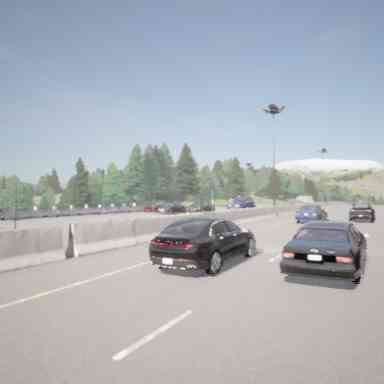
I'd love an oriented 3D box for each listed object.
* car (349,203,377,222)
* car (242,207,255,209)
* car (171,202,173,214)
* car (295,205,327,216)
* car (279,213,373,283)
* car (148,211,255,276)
[{"bbox_3d":[14.383,1.698,28.114,2.128,1.511,4.902,-1,-1,29],"label":"car"},{"bbox_3d":[6.283,1.711,42.545,2.150,2.045,5.566,-1,-2,30],"label":"car"},{"bbox_3d":[-2.466,2.015,41.343,1.812,1.442,4.674,-1,-1,30],"label":"car"},{"bbox_3d":[9.727,1.749,26.988,2.033,1.411,5.357,-1,-1,29],"label":"car"},{"bbox_3d":[4.047,1.562,9.821,2.033,1.411,5.357,-1,-1,29],"label":"car"},{"bbox_3d":[0.551,1.555,10.750,1.837,1.490,4.892,-1,-1,29],"label":"car"}]
